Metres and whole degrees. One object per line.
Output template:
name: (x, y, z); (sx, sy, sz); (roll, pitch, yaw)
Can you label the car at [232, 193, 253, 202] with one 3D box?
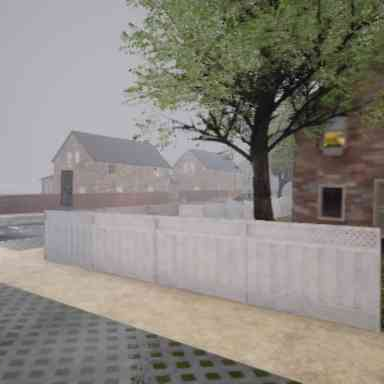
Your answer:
car: (6.980, 0.848, 42.268); (2.033, 1.411, 5.357); (2, 2, 36)
